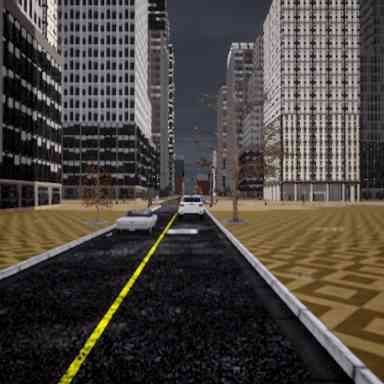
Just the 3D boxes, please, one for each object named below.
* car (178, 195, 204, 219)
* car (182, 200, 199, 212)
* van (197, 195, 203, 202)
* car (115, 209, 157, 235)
[{"bbox_3d":[-0.083,1.376,31.241,2.150,2.045,5.566,0,-1,-1],"label":"car"},{"bbox_3d":[-0.165,1.769,43.375,2.033,1.411,5.357,0,0,0],"label":"car"},{"bbox_3d":[2.149,1.792,90.710,1.690,1.788,3.998,0,0,0],"label":"van"},{"bbox_3d":[-3.212,1.705,19.887,1.895,1.301,4.718,0,0,-1],"label":"car"}]
